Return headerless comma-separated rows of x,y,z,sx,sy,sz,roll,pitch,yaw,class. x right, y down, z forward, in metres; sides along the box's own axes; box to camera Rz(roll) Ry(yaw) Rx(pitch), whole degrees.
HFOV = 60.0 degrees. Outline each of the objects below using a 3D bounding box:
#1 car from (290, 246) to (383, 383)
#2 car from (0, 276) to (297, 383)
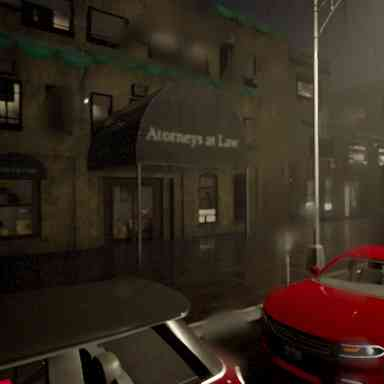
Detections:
2.945,1.540,4.984,4.507,1.381,1.887,0,0,-36,car
-1.572,1.440,1.761,4.097,1.590,1.967,0,0,-36,car
